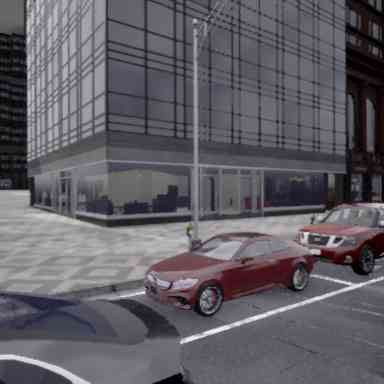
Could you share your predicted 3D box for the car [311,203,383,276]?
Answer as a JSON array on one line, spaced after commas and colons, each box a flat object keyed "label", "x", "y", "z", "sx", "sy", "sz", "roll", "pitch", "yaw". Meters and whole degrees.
[{"label": "car", "x": 5.413, "y": 1.297, "z": 10.517, "sx": 5.009, "sy": 1.841, "sz": 2.192, "roll": 0, "pitch": 0, "yaw": -36}]

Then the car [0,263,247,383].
[{"label": "car", "x": -2.249, "y": 1.493, "z": 1.754, "sx": 4.902, "sy": 1.511, "sz": 2.128, "roll": 0, "pitch": 0, "yaw": -35}]

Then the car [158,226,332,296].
[{"label": "car", "x": 0.997, "y": 1.573, "z": 7.365, "sx": 4.206, "sy": 1.307, "sz": 1.802, "roll": 0, "pitch": 0, "yaw": -36}]
